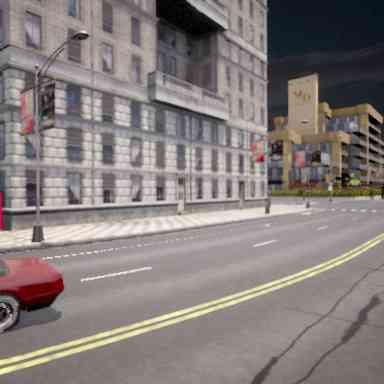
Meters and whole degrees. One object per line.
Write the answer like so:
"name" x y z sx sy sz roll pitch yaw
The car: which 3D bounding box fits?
"car" -4.636 1.607 5.154 4.718 1.301 1.895 -1 0 -35
